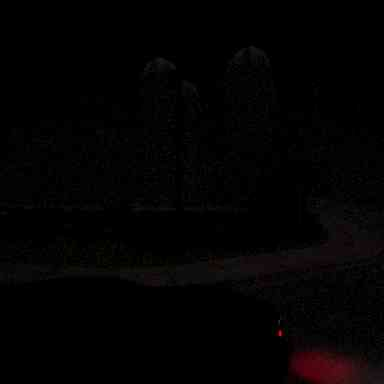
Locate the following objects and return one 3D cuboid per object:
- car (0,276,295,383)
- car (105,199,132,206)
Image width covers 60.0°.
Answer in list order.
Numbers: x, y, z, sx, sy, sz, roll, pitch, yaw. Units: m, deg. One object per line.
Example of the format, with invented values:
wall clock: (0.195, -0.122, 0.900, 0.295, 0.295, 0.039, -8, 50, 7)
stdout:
car: (-1.361, 1.556, 2.752, 5.357, 1.411, 2.033, 1, -1, -39)
car: (-9.613, 1.711, 43.867, 2.242, 1.667, 4.611, 0, 0, 17)
